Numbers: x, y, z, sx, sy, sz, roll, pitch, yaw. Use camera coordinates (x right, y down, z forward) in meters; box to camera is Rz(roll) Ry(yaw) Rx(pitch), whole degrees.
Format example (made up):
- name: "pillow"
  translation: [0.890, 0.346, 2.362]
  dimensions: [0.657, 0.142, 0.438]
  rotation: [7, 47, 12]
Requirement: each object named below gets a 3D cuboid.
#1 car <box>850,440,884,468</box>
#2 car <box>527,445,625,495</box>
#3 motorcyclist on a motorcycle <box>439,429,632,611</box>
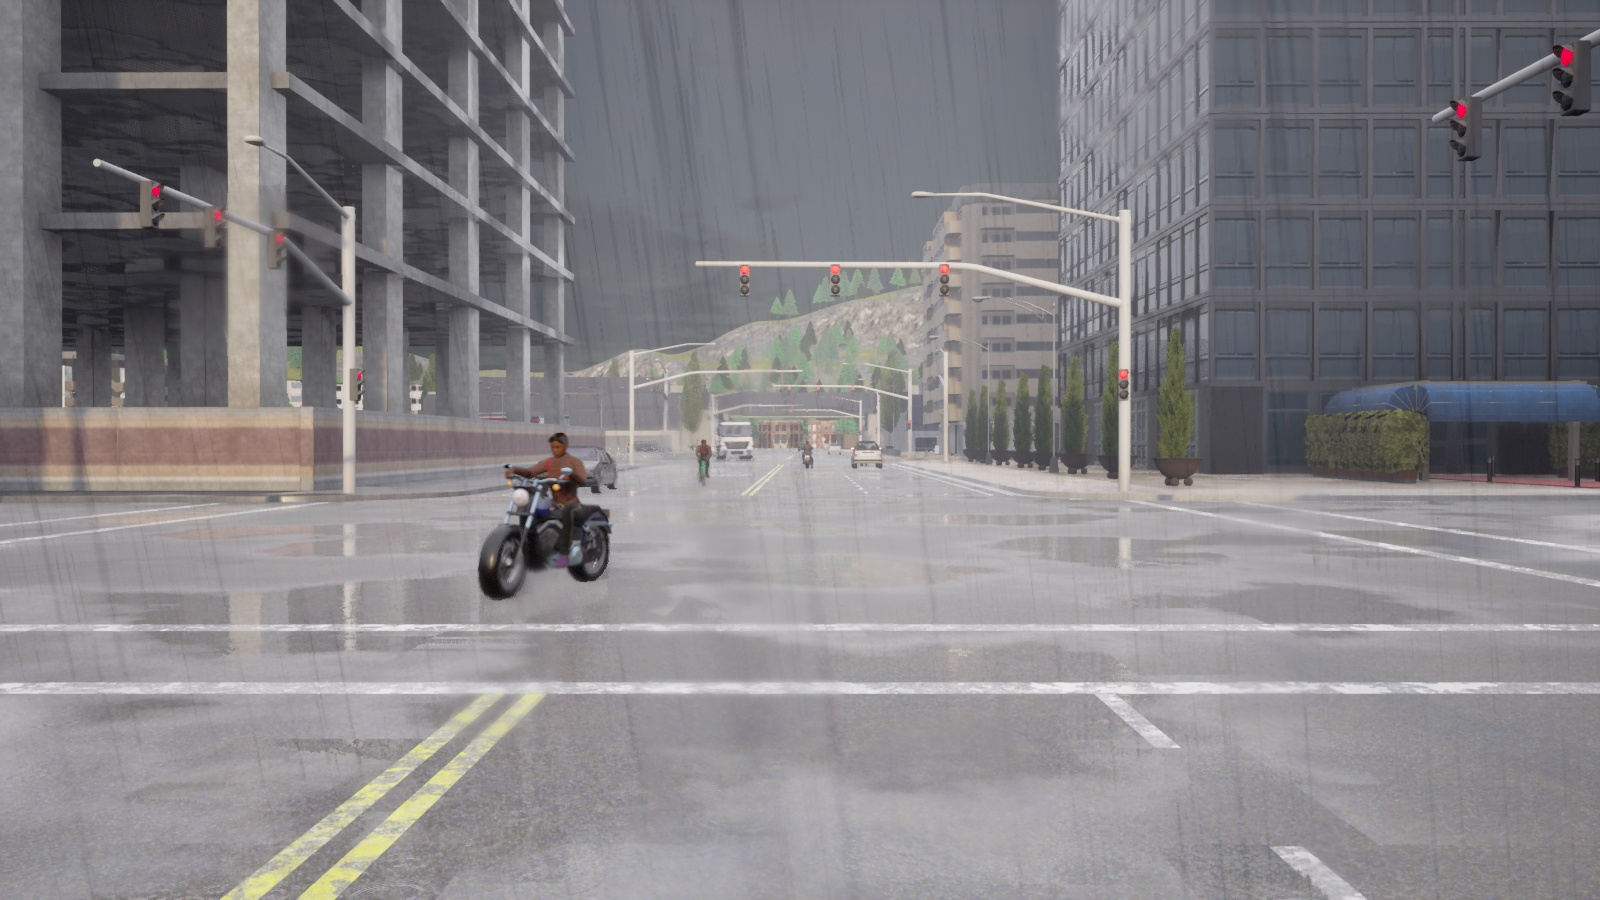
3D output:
- name: "car"
  translation: [3.927, 0.229, 74.133]
  dimensions: [1.851, 1.617, 3.988]
  rotation: [0, 0, 1]
- name: "car"
  translation: [-6.769, 0.571, 38.598]
  dimensions: [2.033, 1.411, 5.357]
  rotation: [0, 0, 0]
- name: "motorcyclist on a motorcycle"
  translation: [-2.587, 0.623, 12.639]
  dimensions: [0.766, 1.649, 2.350]
  rotation: [1, 1, 20]
